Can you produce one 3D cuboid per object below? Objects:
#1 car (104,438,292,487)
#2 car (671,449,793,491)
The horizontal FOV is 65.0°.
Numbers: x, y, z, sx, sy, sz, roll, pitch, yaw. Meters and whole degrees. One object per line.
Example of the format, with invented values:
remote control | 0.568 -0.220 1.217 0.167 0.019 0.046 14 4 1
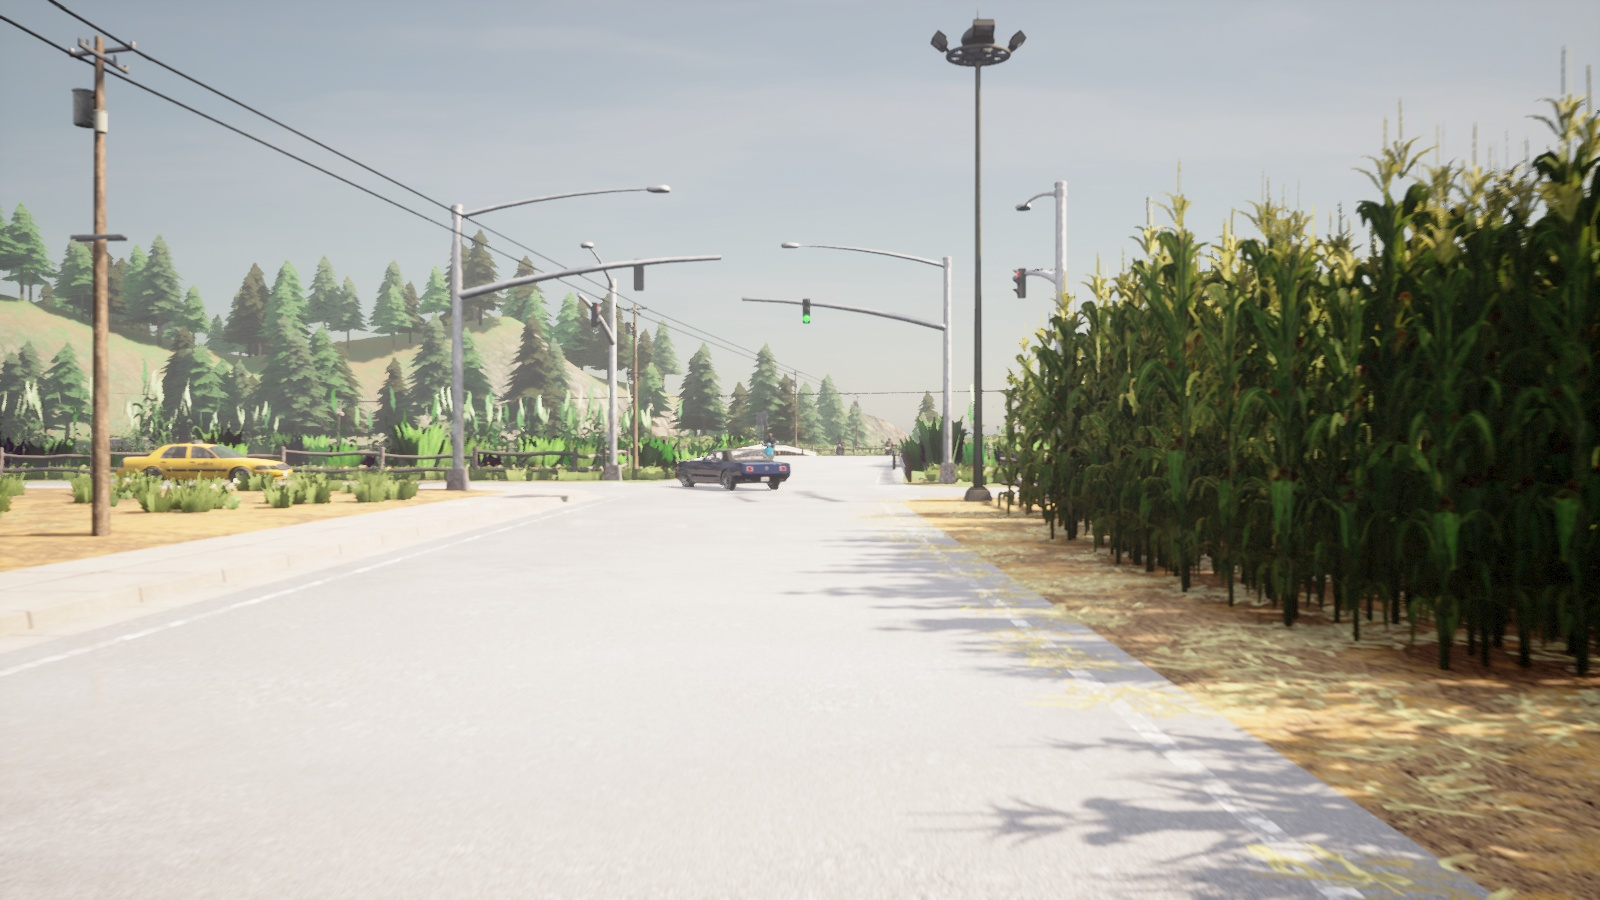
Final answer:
car | -19.744 0.402 41.327 5.366 1.575 1.801 0 0 3
car | -2.305 0.613 41.155 1.895 1.301 4.718 0 0 -33
